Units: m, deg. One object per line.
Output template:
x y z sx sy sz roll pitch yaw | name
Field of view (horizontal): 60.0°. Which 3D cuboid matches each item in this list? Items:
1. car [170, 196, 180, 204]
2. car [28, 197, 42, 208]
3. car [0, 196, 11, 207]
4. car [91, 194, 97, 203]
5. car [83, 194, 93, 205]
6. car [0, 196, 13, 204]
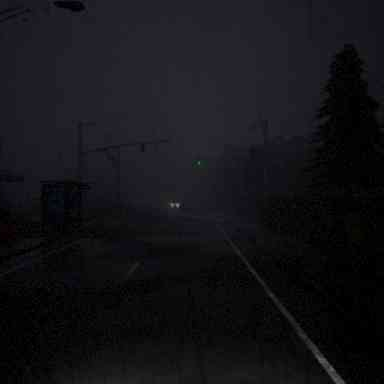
-3.496 1.686 69.450 2.128 1.511 4.902 0 0 0 | car
-22.563 1.538 49.325 1.970 1.475 3.806 0 0 0 | car
-28.980 1.459 48.984 2.152 1.636 5.027 0 0 0 | car
-22.622 1.441 74.253 1.905 1.878 3.866 0 0 0 | car
-18.919 1.620 56.384 2.007 1.523 4.514 0 0 0 | car
-38.346 1.645 67.054 2.007 1.523 4.514 0 0 0 | car
